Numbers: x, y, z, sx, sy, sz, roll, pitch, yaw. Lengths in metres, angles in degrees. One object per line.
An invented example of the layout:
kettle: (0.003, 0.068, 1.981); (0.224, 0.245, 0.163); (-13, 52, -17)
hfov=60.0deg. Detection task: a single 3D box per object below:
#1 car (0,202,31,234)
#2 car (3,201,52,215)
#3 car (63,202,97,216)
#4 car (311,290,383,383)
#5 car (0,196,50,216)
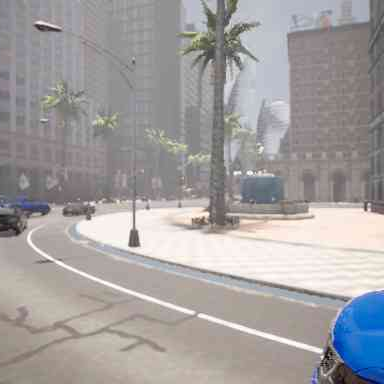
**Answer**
car: (-11.015, 1.596, 19.734); (1.882, 1.535, 5.008); (0, 0, -20)
car: (-18.726, 1.767, 38.175); (2.033, 1.411, 5.357); (0, 0, 14)
car: (-11.839, 1.747, 35.344); (1.994, 1.385, 4.181); (0, 0, 11)
car: (3.419, 1.211, 1.418); (5.566, 2.045, 2.150); (-1, 0, 34)
car: (-15.964, 1.408, 32.057); (2.150, 2.045, 5.566); (0, 0, 4)
